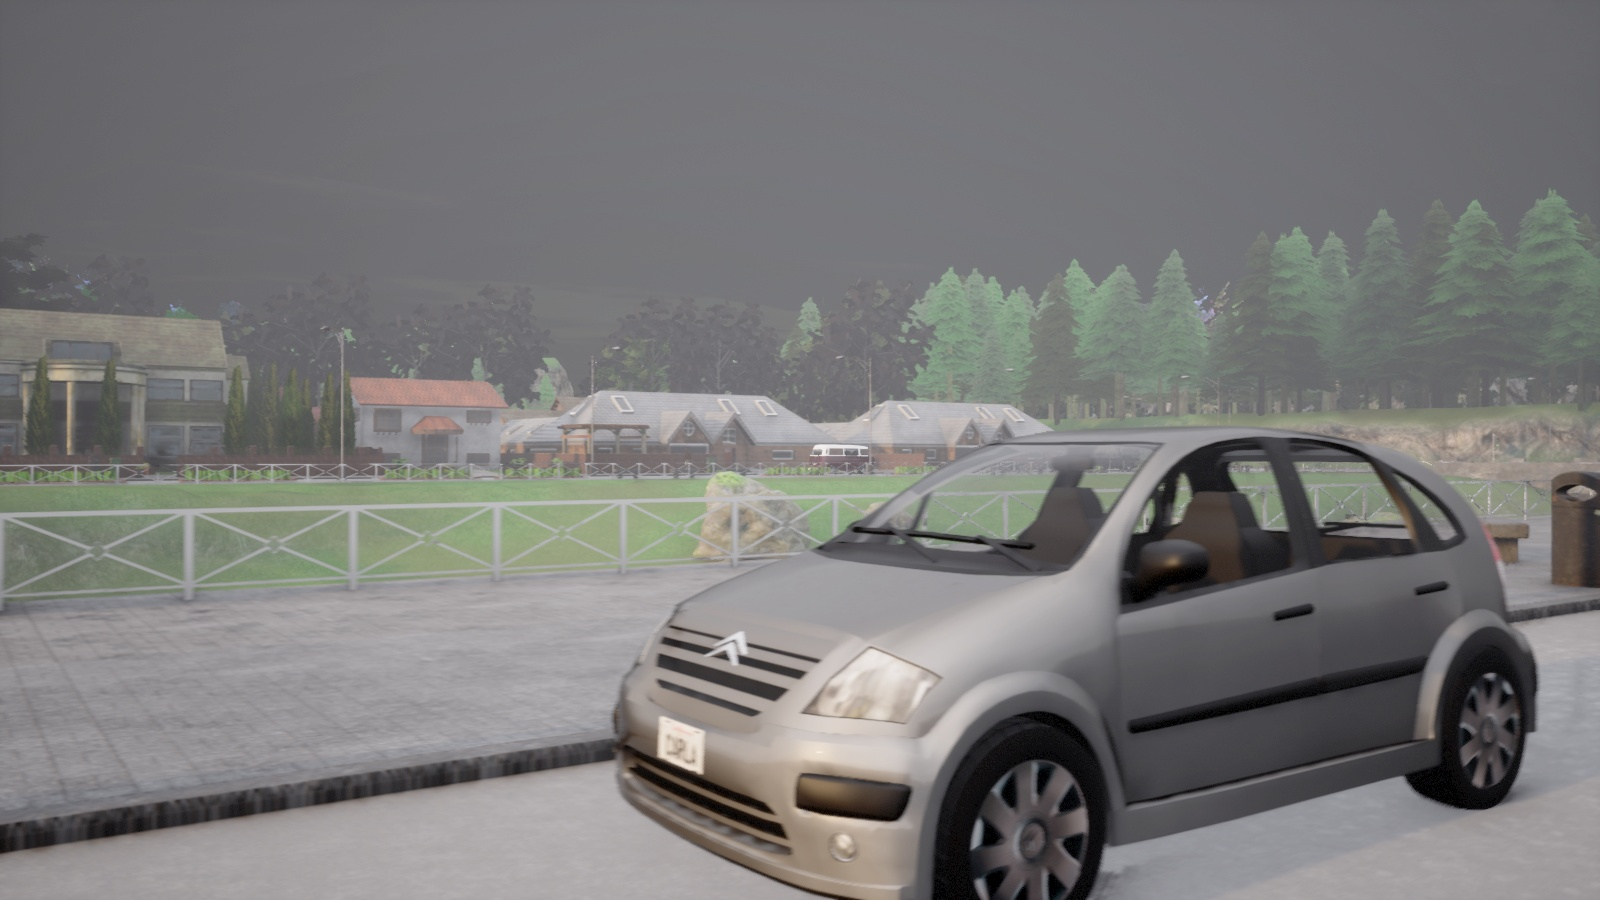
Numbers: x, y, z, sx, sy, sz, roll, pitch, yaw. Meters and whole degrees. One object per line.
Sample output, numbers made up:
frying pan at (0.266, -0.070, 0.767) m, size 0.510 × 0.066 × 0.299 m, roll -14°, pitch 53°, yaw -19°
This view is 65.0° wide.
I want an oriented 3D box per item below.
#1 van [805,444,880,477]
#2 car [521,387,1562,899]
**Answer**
van at (2.752, 0.662, 81.320) m, size 4.480 × 2.038 × 2.069 m, roll 0°, pitch 0°, yaw -35°
car at (1.129, 0.653, 5.053) m, size 3.988 × 1.617 × 1.851 m, roll 0°, pitch 0°, yaw -35°
